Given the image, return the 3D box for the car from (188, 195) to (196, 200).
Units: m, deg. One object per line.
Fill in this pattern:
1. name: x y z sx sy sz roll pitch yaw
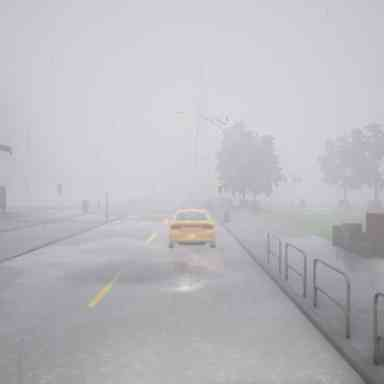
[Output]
1. car: 0.000 1.353 81.850 2.033 1.411 5.357 0 0 0

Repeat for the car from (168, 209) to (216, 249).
1. car: 0.000 1.483 14.650 1.882 1.535 5.008 0 0 0

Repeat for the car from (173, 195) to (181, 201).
1. car: -4.000 1.545 88.015 1.994 1.385 4.181 0 0 0
